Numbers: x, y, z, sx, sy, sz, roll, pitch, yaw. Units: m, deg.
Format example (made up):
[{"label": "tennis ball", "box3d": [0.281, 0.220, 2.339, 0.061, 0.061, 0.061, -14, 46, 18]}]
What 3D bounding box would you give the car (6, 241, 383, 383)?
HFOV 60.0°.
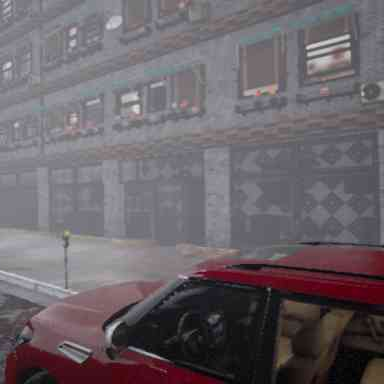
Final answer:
[{"label": "car", "box3d": [0.735, 1.315, 2.372, 5.009, 1.841, 2.192, 0, -1, 36]}]
